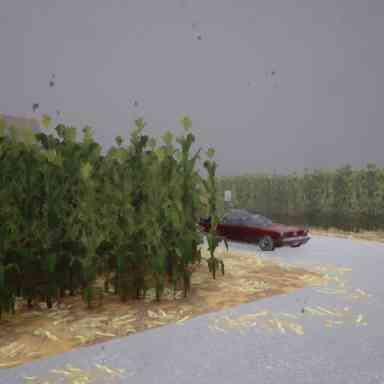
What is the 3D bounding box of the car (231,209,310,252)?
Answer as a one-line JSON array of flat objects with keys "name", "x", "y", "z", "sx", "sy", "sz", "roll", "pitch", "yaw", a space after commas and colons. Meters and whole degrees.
[{"name": "car", "x": 2.597, "y": 1.648, "z": 14.336, "sx": 1.895, "sy": 1.301, "sz": 4.718, "roll": 0, "pitch": 0, "yaw": -37}]
